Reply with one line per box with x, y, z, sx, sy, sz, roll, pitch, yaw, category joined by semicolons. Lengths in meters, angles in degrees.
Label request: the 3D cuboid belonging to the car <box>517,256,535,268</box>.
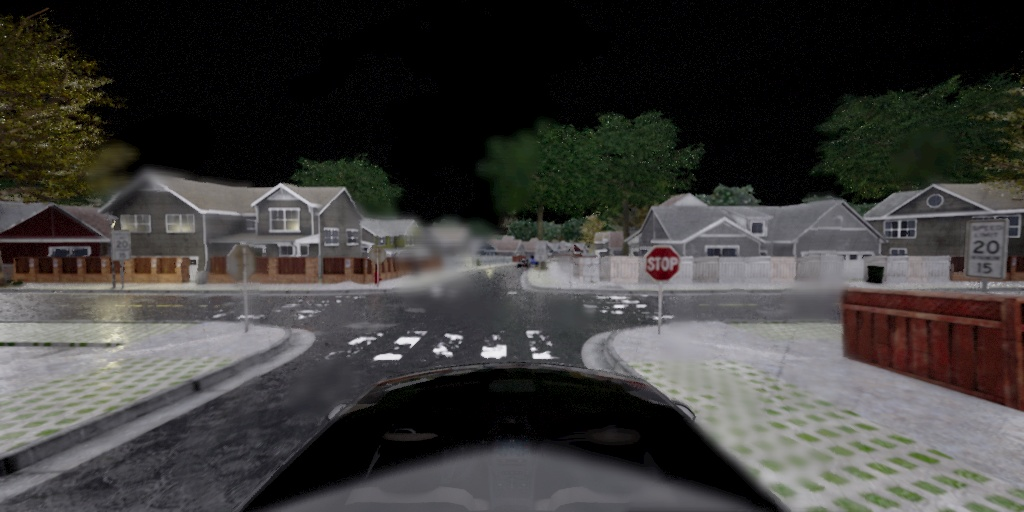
2.019;1.173;57.736;1.837;1.490;4.892;0;0;11;car
